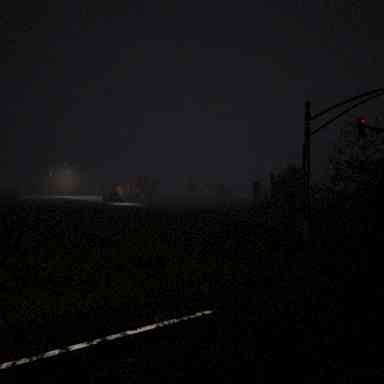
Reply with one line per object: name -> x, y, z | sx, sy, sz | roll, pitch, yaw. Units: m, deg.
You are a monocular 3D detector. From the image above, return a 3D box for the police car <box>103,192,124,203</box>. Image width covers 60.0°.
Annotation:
police car -> -11.753, 0.820, 49.829 | 2.038, 1.542, 4.974 | 1, 0, -32
